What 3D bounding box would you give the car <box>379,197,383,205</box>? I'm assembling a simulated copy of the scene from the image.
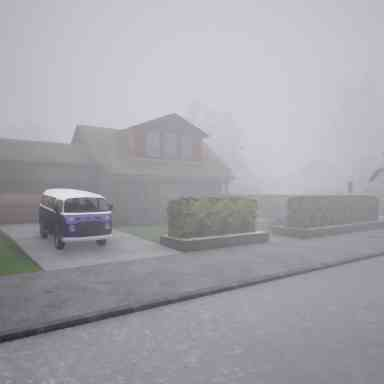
[{"bbox_3d":[24.676,0.985,41.440,3.866,1.878,1.905,0,0,0],"label":"car"}]
